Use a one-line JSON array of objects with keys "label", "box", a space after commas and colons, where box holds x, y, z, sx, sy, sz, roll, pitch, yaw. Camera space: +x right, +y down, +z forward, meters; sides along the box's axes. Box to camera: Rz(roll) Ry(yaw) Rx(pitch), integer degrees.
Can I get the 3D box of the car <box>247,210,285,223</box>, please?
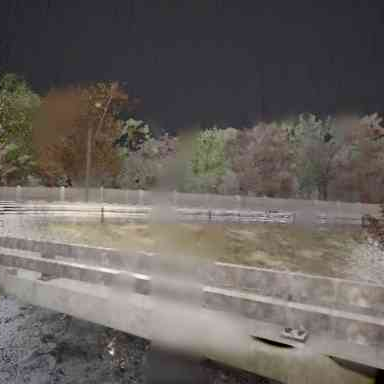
[{"label": "car", "box": [8.887, 2.921, 40.072, 4.892, 1.490, 1.837, 4, -2, -22]}]
